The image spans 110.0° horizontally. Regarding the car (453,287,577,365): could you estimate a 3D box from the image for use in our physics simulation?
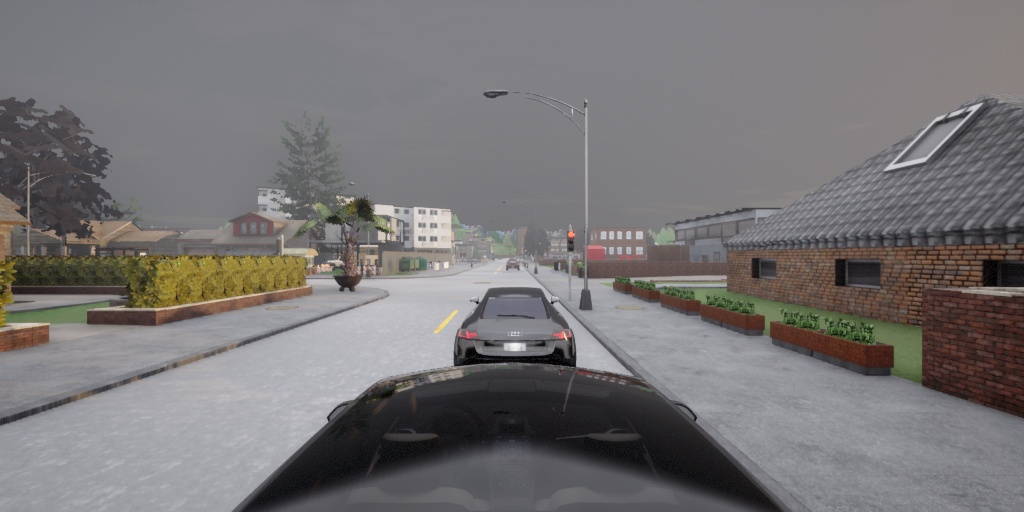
[{"bbox_3d":[0.058,1.314,7.306,1.994,1.385,4.181,0,0,0],"label":"car"}]

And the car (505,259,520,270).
[{"bbox_3d":[0.112,1.276,52.307,1.812,1.442,4.674,0,0,0],"label":"car"}]

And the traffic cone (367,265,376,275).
[{"bbox_3d":[-15.757,1.561,40.120,0.344,0.586,0.344,0,0,0],"label":"traffic cone"}]

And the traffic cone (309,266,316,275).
[{"bbox_3d":[-19.803,1.568,35.236,0.344,0.586,0.344,0,0,0],"label":"traffic cone"}]

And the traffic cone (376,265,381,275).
[{"bbox_3d":[-15.396,1.558,40.690,0.344,0.586,0.344,0,0,0],"label":"traffic cone"}]
